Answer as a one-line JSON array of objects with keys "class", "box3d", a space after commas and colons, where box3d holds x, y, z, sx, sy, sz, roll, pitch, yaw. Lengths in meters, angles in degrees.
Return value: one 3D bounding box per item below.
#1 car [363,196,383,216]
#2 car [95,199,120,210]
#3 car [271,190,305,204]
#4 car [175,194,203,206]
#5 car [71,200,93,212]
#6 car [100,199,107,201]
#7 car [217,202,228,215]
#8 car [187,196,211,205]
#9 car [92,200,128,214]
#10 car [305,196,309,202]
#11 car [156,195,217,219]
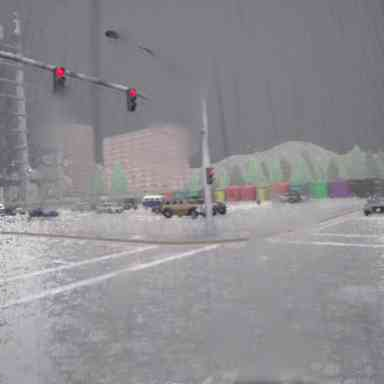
[{"class": "car", "box3d": [13.728, 0.960, 23.889, 1.994, 1.385, 4.181, -3, 0, 39]}, {"class": "car", "box3d": [-15.863, 2.299, 62.186, 4.605, 1.855, 1.932, -3, 0, 38]}, {"class": "car", "box3d": [13.249, 0.691, 46.614, 3.866, 1.878, 1.905, -3, 0, 38]}, {"class": "car", "box3d": [-0.584, 1.470, 57.338, 4.605, 1.855, 1.932, -3, 0, 38]}, {"class": "car", "box3d": [-19.228, 2.696, 57.747, 3.806, 1.475, 1.970, -3, 0, 38]}, {"class": "car", "box3d": [-17.456, 2.583, 60.034, 3.905, 1.438, 1.784, -3, 0, 38]}, {"class": "car", "box3d": [1.261, 1.245, 31.088, 3.866, 1.878, 1.905, -3, 0, 38]}, {"class": "car", "box3d": [1.252, 1.596, 59.586, 3.905, 1.438, 1.784, -3, 0, 38]}, {"class": "car", "box3d": [-10.848, 2.186, 43.932, 3.806, 1.475, 1.970, -3, 0, 38]}, {"class": "car", "box3d": [15.043, 0.848, 48.893, 3.806, 1.475, 1.970, -3, 0, 38]}, {"class": "car", "box3d": [-0.555, 1.326, 28.834, 4.605, 1.855, 1.932, -3, 0, 38]}]
